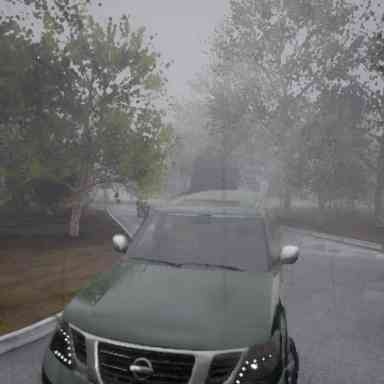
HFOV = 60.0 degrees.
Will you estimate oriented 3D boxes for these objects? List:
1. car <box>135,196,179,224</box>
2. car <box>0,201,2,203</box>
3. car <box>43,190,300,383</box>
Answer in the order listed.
[{"bbox_3d":[-2.388,1.085,21.550,1.812,1.442,4.674,1,1,-19],"label":"car"},{"bbox_3d":[-20.743,0.663,32.503,4.181,1.385,1.994,1,0,-19],"label":"car"},{"bbox_3d":[0.295,1.111,5.038,2.150,2.045,5.566,1,5,14],"label":"car"}]
